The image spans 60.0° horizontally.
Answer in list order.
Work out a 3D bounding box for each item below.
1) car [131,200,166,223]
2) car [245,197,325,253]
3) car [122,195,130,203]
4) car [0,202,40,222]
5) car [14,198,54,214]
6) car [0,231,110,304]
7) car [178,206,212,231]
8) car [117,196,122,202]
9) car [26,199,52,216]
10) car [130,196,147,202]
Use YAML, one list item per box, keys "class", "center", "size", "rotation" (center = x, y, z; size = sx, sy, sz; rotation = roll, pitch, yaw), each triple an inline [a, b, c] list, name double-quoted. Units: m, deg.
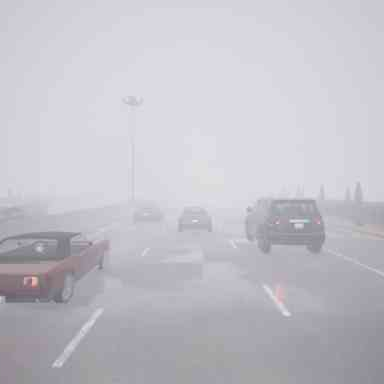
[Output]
- class: "car"
  center: [-3.198, 1.567, 25.691]
  size: [1.994, 1.385, 4.181]
  rotation: [0, 0, 1]
- class: "car"
  center: [3.617, 1.223, 13.869]
  size: [2.150, 2.045, 5.566]
  rotation: [0, 0, 0]
- class: "car"
  center: [-12.575, 1.602, 68.823]
  size: [1.895, 1.301, 4.718]
  rotation: [0, 0, 2]
- class: "car"
  center: [-10.535, 1.507, 18.163]
  size: [1.837, 1.490, 4.892]
  rotation: [0, 0, 1]
- class: "car"
  center: [-17.112, 1.482, 36.342]
  size: [1.882, 1.535, 5.008]
  rotation: [0, 0, 2]
- class: "car"
  center: [-3.398, 1.602, 8.070]
  size: [1.895, 1.301, 4.718]
  rotation: [0, 0, 0]
- class: "car"
  center: [0.192, 1.566, 20.395]
  size: [1.994, 1.385, 4.181]
  rotation: [0, 0, 1]
- class: "car"
  center: [-15.846, 1.523, 76.730]
  size: [1.812, 1.442, 4.674]
  rotation: [0, 0, 2]
- class: "car"
  center: [-13.853, 1.568, 27.921]
  size: [1.994, 1.385, 4.181]
  rotation: [0, 0, 2]
- class: "car"
  center: [-9.362, 1.511, 60.070]
  size: [1.837, 1.490, 4.892]
  rotation: [0, 0, 2]
